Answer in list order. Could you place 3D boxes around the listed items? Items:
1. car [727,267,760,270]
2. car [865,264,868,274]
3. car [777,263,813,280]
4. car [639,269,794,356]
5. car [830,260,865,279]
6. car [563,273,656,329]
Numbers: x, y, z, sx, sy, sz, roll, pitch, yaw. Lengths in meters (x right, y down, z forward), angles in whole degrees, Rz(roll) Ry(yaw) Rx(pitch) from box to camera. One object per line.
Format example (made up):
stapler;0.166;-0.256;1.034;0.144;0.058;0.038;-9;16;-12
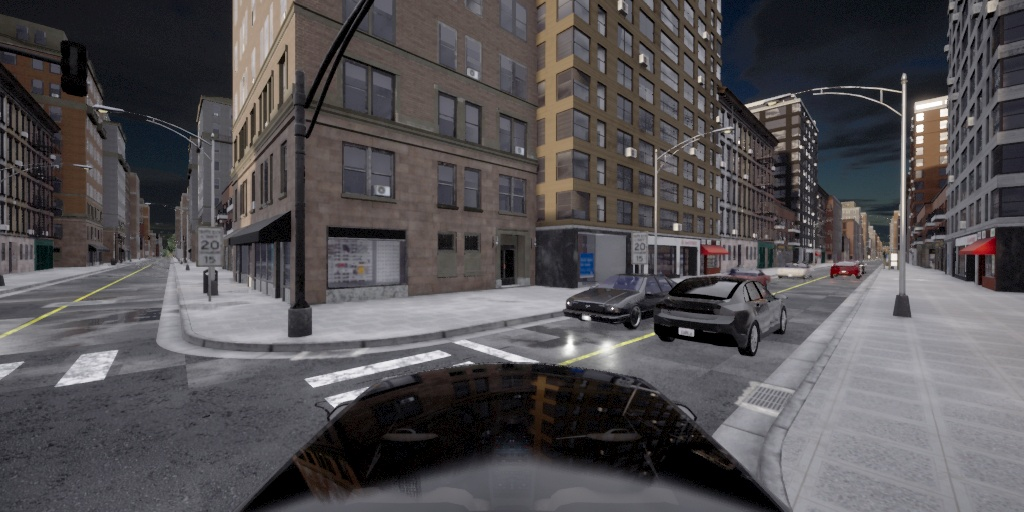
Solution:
car;12.600;1.307;19.673;4.718;1.301;1.895;0;0;-44
car;37.629;1.194;39.458;4.902;1.511;2.128;0;0;-43
car;24.244;1.290;30.674;4.718;1.301;1.895;0;0;-43
car;5.174;1.242;8.695;4.892;1.490;1.837;0;0;-44
car;30.069;1.180;32.236;5.008;1.535;1.882;0;0;-43
car;3.924;1.267;11.441;5.357;1.411;2.033;0;0;-44
